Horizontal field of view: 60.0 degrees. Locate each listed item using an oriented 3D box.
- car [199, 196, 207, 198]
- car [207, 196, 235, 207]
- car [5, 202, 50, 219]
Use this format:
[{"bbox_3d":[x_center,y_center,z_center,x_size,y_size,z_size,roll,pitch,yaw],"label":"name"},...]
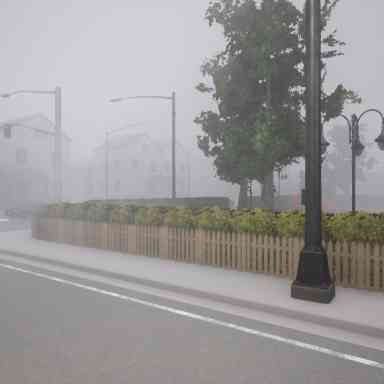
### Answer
[{"bbox_3d":[1.890,1.352,52.023,2.097,1.767,4.553,0,0,35],"label":"car"},{"bbox_3d":[4.683,1.491,49.618,2.128,1.511,4.902,0,0,35],"label":"car"},{"bbox_3d":[-14.017,1.564,29.258,1.994,1.385,4.181,0,0,35],"label":"car"}]
